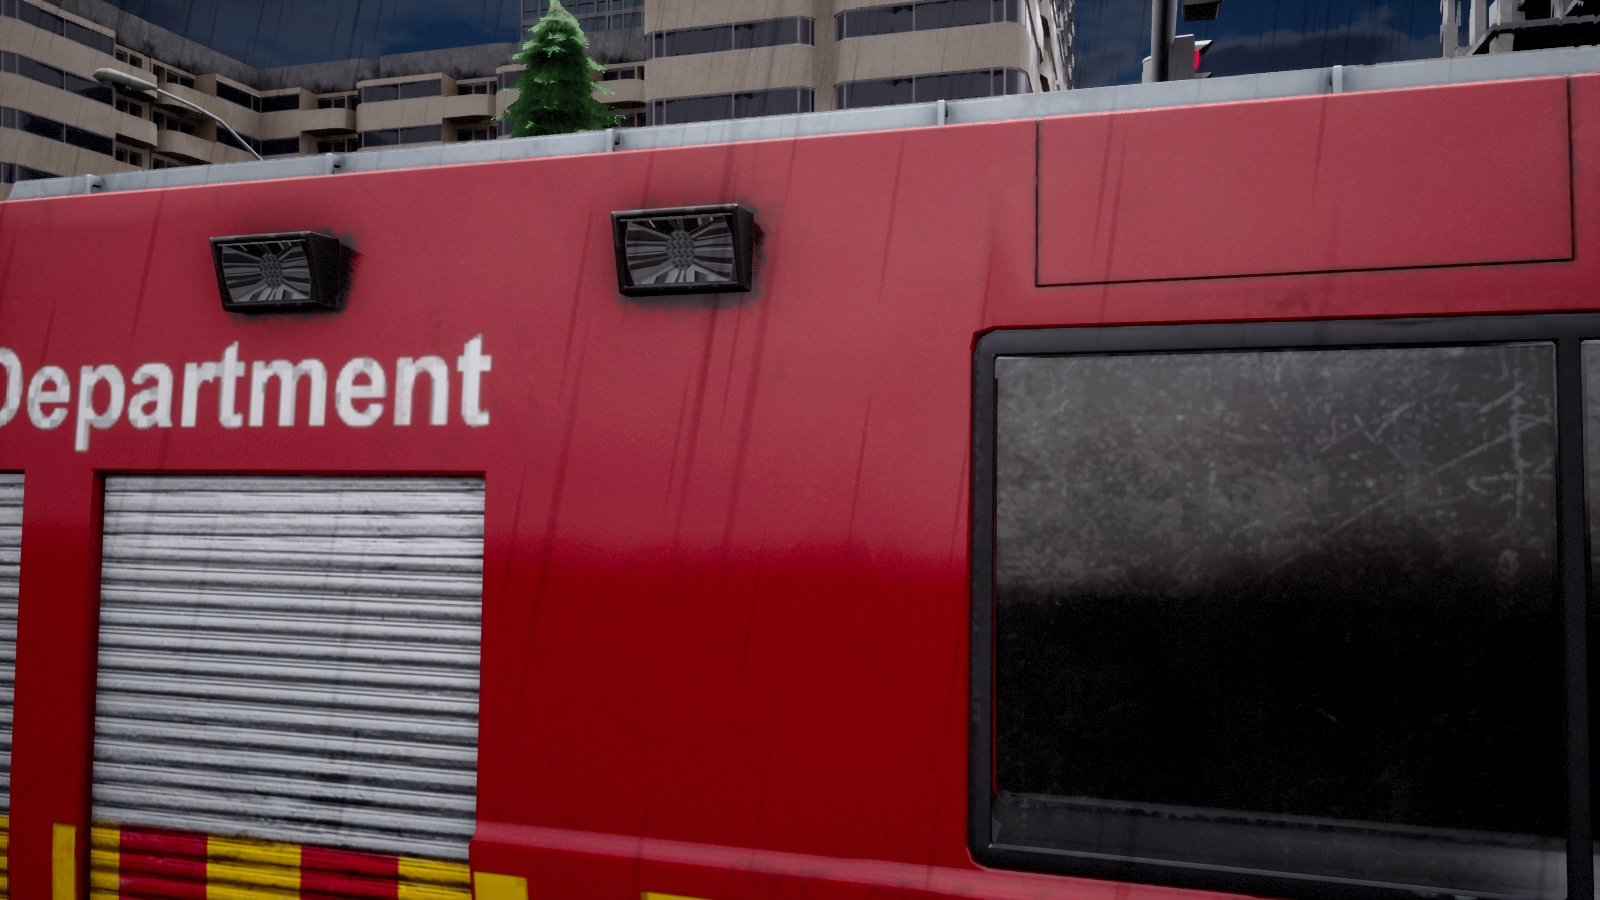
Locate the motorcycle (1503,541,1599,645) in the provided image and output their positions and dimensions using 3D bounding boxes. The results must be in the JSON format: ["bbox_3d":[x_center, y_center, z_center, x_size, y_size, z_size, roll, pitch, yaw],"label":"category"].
[{"bbox_3d":[11.678,2.155,17.664,0.764,1.307,2.356,0,0,16],"label":"motorcycle"}]

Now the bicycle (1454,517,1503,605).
[{"bbox_3d":[12.788,2.060,21.569,0.329,1.471,1.835,0,0,16],"label":"bicycle"}]
